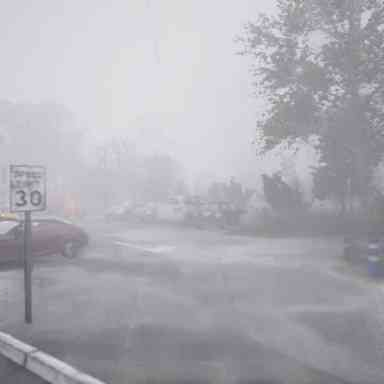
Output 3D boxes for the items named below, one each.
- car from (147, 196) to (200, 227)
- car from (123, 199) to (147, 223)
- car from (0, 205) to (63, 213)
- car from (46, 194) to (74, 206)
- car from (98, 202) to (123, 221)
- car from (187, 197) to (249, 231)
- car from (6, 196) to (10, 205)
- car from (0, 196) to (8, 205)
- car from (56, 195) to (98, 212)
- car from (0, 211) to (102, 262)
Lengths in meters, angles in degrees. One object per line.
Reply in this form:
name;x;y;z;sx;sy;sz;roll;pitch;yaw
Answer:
car;-0.143;1.264;23.207;2.435;2.045;5.566;0;0;36
car;-2.505;1.382;24.908;2.185;1.767;4.553;0;0;36
car;-7.905;1.512;12.415;1.946;1.575;5.366;0;0;36
car;-11.551;1.226;31.407;2.435;2.045;5.566;0;0;36
car;-4.766;1.374;26.534;2.185;1.767;4.553;0;0;36
car;2.084;1.397;21.533;2.185;1.767;4.553;0;0;36
car;-15.986;1.463;34.567;2.097;1.535;5.008;0;0;36
car;-18.269;1.484;36.165;2.163;1.488;4.792;0;0;36
car;-9.224;1.360;29.661;2.185;1.767;4.553;0;0;36
car;-5.643;1.562;11.036;2.002;1.452;4.674;0;-1;36
